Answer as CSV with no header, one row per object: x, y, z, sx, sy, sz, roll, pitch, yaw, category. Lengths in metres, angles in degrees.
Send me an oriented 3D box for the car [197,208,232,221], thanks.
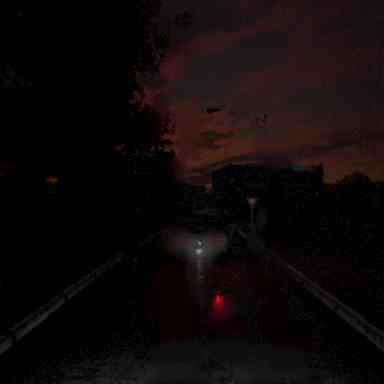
2.162,2.486,30.631,1.812,1.442,4.674,-1,-3,16,car

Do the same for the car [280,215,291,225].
13.439,4.309,53.420,1.946,1.575,5.366,7,-4,-30,car

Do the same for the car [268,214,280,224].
10.609,3.764,52.714,2.435,2.045,5.566,8,-5,-30,car

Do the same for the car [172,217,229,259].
0.330,1.832,13.323,1.895,1.301,4.718,0,-3,2,car

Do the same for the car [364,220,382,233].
28.252,5.780,56.013,1.946,1.575,5.366,7,-4,-29,car

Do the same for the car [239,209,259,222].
7.614,3.590,52.145,2.185,1.767,4.553,7,-4,-31,car

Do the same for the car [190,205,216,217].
1.767,3.035,51.038,2.435,2.045,5.566,2,-3,-30,car

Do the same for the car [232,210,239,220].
4.644,3.334,51.636,2.185,1.767,4.553,5,-4,-31,car

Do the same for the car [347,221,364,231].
25.373,5.526,55.349,2.002,1.452,4.674,7,-5,-30,car

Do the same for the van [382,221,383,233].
31.393,5.848,56.272,1.878,1.987,4.442,8,-5,-29,van

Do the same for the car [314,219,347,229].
22.405,5.231,54.826,2.002,1.452,4.674,7,-4,-30,car
